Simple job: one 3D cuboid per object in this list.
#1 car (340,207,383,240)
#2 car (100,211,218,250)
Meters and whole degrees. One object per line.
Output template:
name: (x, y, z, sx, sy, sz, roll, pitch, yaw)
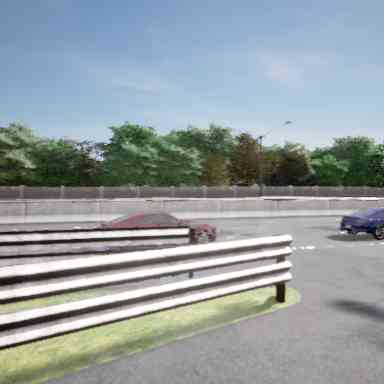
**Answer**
car: (9.540, 1.457, 16.301, 4.674, 1.442, 1.812, 0, 0, -17)
car: (-1.269, 1.470, 13.091, 4.674, 1.442, 1.812, 0, 0, -17)
